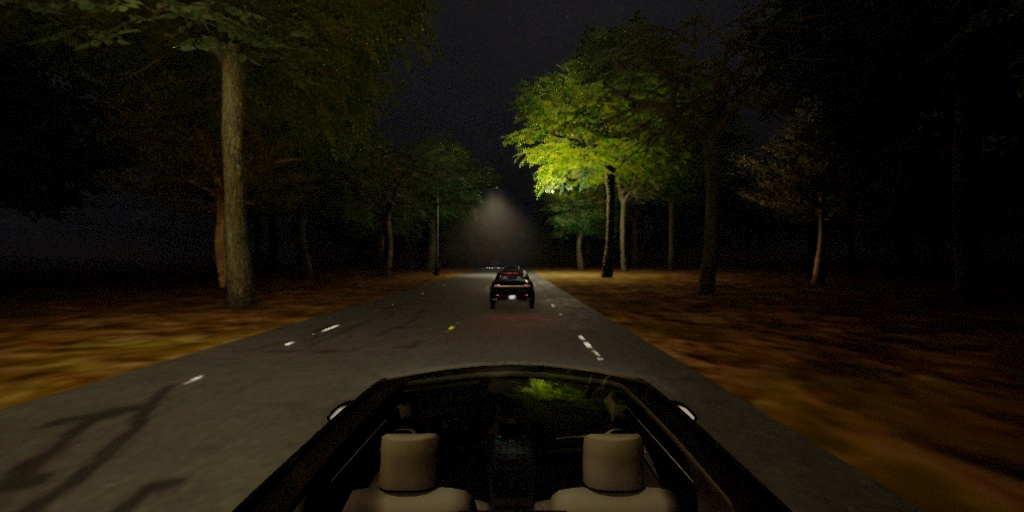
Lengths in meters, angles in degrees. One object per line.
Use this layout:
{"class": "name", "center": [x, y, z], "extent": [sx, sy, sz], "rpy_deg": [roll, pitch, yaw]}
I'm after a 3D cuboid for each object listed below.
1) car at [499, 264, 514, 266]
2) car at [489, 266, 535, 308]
{"class": "car", "center": [0.028, 1.549, 31.144], "extent": [1.837, 1.490, 4.892], "rpy_deg": [0, 0, 0]}
{"class": "car", "center": [0.017, 1.388, 16.153], "extent": [2.128, 1.511, 4.902], "rpy_deg": [0, 0, 0]}
